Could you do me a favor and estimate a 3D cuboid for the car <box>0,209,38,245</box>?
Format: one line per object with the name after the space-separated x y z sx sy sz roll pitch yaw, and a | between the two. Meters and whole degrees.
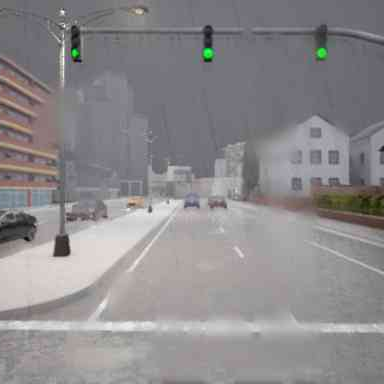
-8.096 1.480 13.560 2.128 1.511 4.902 0 0 0 | car

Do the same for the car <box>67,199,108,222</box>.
-8.101 1.331 26.108 2.097 1.767 4.553 0 0 0 | car

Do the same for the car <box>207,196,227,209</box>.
3.492 1.317 45.021 2.097 1.767 4.553 0 0 0 | car

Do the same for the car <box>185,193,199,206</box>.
-0.009 1.179 55.080 2.150 2.045 5.566 0 0 0 | car

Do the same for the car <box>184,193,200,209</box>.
-0.008 1.317 45.020 2.097 1.767 4.553 0 0 0 | car

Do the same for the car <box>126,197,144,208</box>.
-8.034 1.440 47.296 1.882 1.535 5.008 0 0 0 | car

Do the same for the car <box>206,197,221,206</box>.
3.491 1.505 55.051 2.033 1.411 5.357 0 0 0 | car
